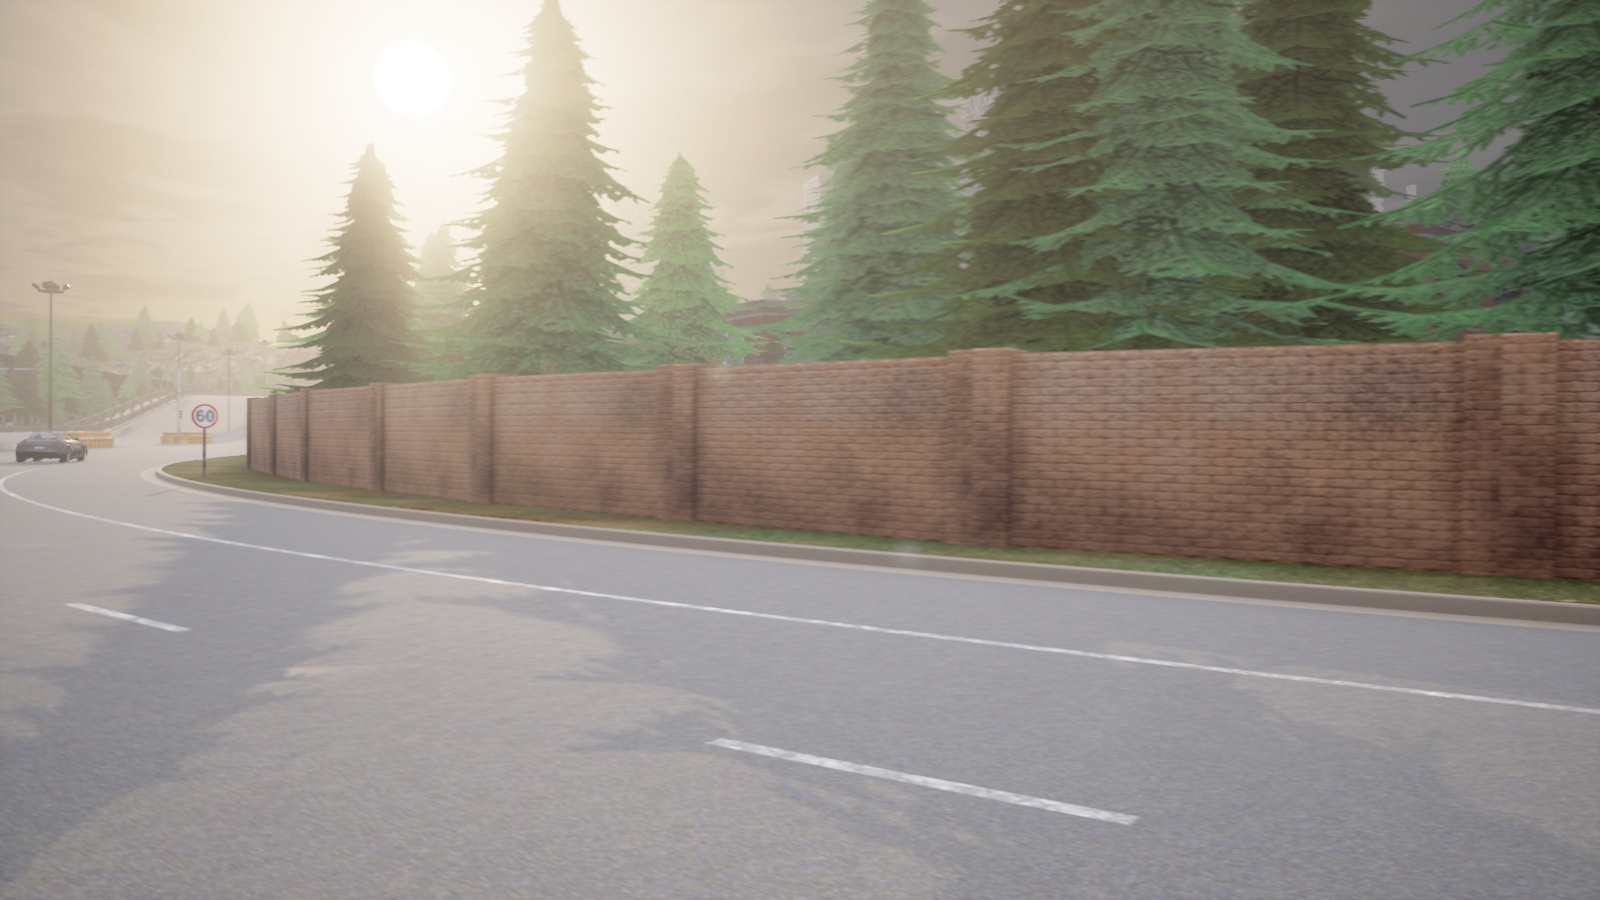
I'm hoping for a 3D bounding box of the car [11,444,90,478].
[{"bbox_3d":[-32.745,0.439,54.973,1.994,1.385,4.181,-1,1,-17],"label":"car"}]
